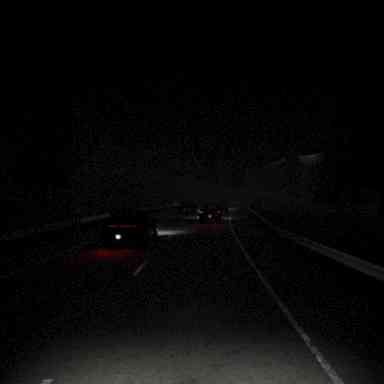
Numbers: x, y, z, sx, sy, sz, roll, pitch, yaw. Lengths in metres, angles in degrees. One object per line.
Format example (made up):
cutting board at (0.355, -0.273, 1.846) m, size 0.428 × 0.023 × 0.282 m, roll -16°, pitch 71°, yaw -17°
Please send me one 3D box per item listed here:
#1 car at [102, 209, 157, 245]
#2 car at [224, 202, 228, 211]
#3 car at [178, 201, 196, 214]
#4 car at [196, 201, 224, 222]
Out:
car at (-2.910, 1.614, 16.200) m, size 1.837 × 1.490 × 4.892 m, roll 0°, pitch 0°, yaw 3°
car at (4.057, 1.965, 46.436) m, size 1.895 × 1.301 × 4.718 m, roll 0°, pitch 0°, yaw 9°
car at (-0.468, 1.791, 40.336) m, size 2.128 × 1.511 × 4.902 m, roll 0°, pitch 0°, yaw 8°
car at (1.633, 1.746, 28.624) m, size 1.812 × 1.442 × 4.674 m, roll 0°, pitch 0°, yaw 6°
